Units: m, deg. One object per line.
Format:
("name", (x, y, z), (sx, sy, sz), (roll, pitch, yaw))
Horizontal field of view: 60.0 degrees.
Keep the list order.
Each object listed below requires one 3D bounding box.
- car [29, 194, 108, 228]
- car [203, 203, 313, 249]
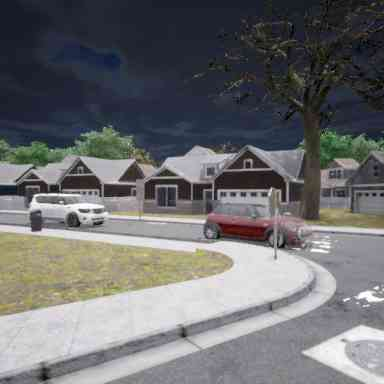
("car", (-7.959, 1.124, 21.174), (5.566, 2.045, 2.150), (0, 0, 29))
("car", (2.749, 1.300, 14.315), (4.553, 1.767, 2.097), (0, 0, 39))
